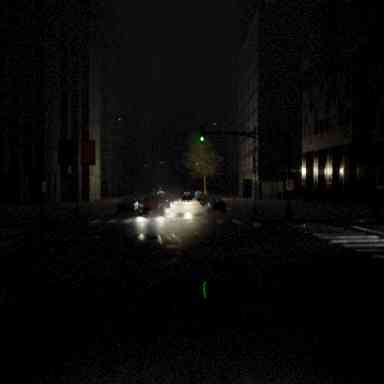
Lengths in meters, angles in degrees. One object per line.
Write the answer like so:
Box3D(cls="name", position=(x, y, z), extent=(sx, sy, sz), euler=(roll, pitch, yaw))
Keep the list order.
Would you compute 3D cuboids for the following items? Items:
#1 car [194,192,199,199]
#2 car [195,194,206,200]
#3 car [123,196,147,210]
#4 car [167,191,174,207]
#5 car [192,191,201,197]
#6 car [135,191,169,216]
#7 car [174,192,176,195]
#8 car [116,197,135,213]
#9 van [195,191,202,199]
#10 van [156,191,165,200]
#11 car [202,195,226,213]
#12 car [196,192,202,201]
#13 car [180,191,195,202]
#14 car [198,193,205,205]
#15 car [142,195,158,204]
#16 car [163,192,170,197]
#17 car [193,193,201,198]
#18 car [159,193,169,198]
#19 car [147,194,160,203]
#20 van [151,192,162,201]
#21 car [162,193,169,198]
Box3D(cls="car", position=(1.893, 1.080, 58.580), extent=(2.008, 1.369, 4.403), euler=(0, 0, -1))
Box3D(cls="car", position=(1.718, 1.015, 69.158), extent=(1.947, 1.339, 4.313), euler=(0, 0, -1))
Box3D(cls="car", position=(-6.279, 1.225, 37.233), extent=(2.008, 1.369, 4.403), euler=(0, 0, -1))
Box3D(cls="car", position=(-3.637, 1.018, 39.271), extent=(2.097, 1.767, 4.553), euler=(0, 0, -1))
Box3D(cls="car", position=(1.280, 0.571, 95.596), extent=(2.192, 1.841, 5.009), euler=(0, 0, -1))
Box3D(cls="car", position=(-3.459, 1.094, 29.527), extent=(2.097, 1.767, 4.553), euler=(0, 0, -2))
Box3D(cls="car", position=(-3.865, 1.151, 53.973), extent=(1.895, 1.301, 4.718), euler=(0, 0, -1))
Box3D(cls="car", position=(-6.196, 1.265, 32.241), extent=(2.008, 1.369, 4.403), euler=(0, 0, -1))
Box3D(cls="van", position=(1.543, 0.712, 79.732), extent=(1.690, 1.788, 3.998), euler=(0, 0, -1))
Box3D(cls="van", position=(-6.879, 0.737, 73.450), extent=(1.690, 1.788, 3.998), euler=(0, 0, -1))
Box3D(cls="car", position=(2.328, 1.285, 32.379), extent=(2.008, 1.369, 4.403), euler=(0, 0, -1))
Box3D(cls="car", position=(2.057, 1.156, 48.710), extent=(2.008, 1.369, 4.403), euler=(0, 0, -1))
Box3D(cls="car", position=(-0.911, 0.981, 61.191), extent=(1.882, 1.535, 5.008), euler=(0, 0, -1))
Box3D(cls="car", position=(2.147, 1.193, 43.267), extent=(1.887, 1.381, 4.507), euler=(0, 0, -1))
Box3D(cls="car", position=(-6.521, 1.126, 51.802), extent=(1.947, 1.339, 4.313), euler=(0, 0, -1))
Box3D(cls="car", position=(-7.238, 0.783, 95.101), extent=(1.887, 1.381, 4.507), euler=(0, 0, -1))
Box3D(cls="car", position=(1.367, 0.845, 90.309), extent=(2.008, 1.369, 4.403), euler=(0, 0, -1))
Box3D(cls="car", position=(-7.059, 0.867, 84.276), extent=(2.008, 1.369, 4.403), euler=(0, 0, -1))
Box3D(cls="car", position=(-6.608, 1.046, 57.044), extent=(1.752, 1.417, 4.829), euler=(0, 0, -1))
Box3D(cls="van", position=(-6.700, 0.819, 62.625), extent=(1.690, 1.788, 3.998), euler=(0, 0, -1))
Box3D(cls="car", position=(-7.148, 0.859, 89.688), extent=(1.802, 1.307, 4.206), euler=(0, 0, -1))
